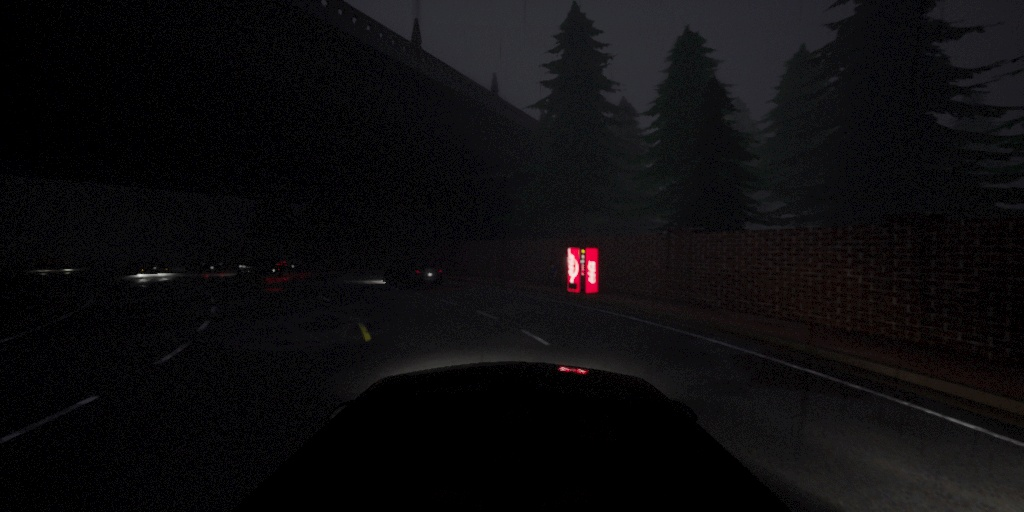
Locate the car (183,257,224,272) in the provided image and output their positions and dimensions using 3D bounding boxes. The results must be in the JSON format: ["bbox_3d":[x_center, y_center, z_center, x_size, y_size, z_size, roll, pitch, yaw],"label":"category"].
[{"bbox_3d":[-29.075,0.747,33.749,4.718,1.301,1.895,1,2,33],"label":"car"}]

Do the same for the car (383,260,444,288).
[{"bbox_3d":[-5.600,0.911,20.139,1.994,1.385,4.181,-1,2,-42],"label":"car"}]

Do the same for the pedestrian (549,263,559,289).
[{"bbox_3d":[1.940,0.819,16.388,0.375,1.300,0.375,-1,2,-34],"label":"pedestrian"}]

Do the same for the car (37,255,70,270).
[{"bbox_3d":[-49.499,0.638,38.674,5.008,1.535,1.882,1,2,33],"label":"car"}]

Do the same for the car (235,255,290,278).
[{"bbox_3d":[-18.965,0.760,26.931,4.892,1.490,1.837,1,2,35],"label":"car"}]

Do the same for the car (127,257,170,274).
[{"bbox_3d":[-31.211,0.791,30.744,4.181,1.385,1.994,1,2,33],"label":"car"}]

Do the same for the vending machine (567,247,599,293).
[{"bbox_3d":[3.054,0.609,15.469,1.100,2.100,0.880,0,0,-33],"label":"vending machine"}]

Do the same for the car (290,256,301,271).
[{"bbox_3d":[-21.061,0.659,32.616,4.674,1.442,1.812,1,2,34],"label":"car"}]
